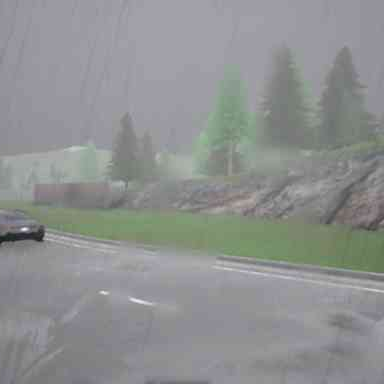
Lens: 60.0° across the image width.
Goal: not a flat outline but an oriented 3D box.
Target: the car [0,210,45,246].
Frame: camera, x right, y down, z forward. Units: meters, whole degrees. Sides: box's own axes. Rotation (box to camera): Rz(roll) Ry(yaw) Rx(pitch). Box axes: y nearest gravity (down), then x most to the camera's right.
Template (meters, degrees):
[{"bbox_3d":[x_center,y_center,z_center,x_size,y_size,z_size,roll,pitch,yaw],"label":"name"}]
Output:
[{"bbox_3d":[-8.342,1.487,14.968,4.181,1.385,1.994,0,0,42],"label":"car"}]
